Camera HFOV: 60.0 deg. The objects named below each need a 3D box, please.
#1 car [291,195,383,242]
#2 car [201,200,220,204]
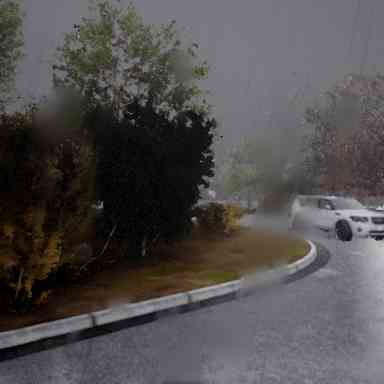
[{"bbox_3d":[7.253,1.208,16.833,2.150,2.045,5.566,2,-1,-17],"label":"car"},{"bbox_3d":[1.812,1.519,32.207,1.837,1.490,4.892,1,0,-33],"label":"car"}]
